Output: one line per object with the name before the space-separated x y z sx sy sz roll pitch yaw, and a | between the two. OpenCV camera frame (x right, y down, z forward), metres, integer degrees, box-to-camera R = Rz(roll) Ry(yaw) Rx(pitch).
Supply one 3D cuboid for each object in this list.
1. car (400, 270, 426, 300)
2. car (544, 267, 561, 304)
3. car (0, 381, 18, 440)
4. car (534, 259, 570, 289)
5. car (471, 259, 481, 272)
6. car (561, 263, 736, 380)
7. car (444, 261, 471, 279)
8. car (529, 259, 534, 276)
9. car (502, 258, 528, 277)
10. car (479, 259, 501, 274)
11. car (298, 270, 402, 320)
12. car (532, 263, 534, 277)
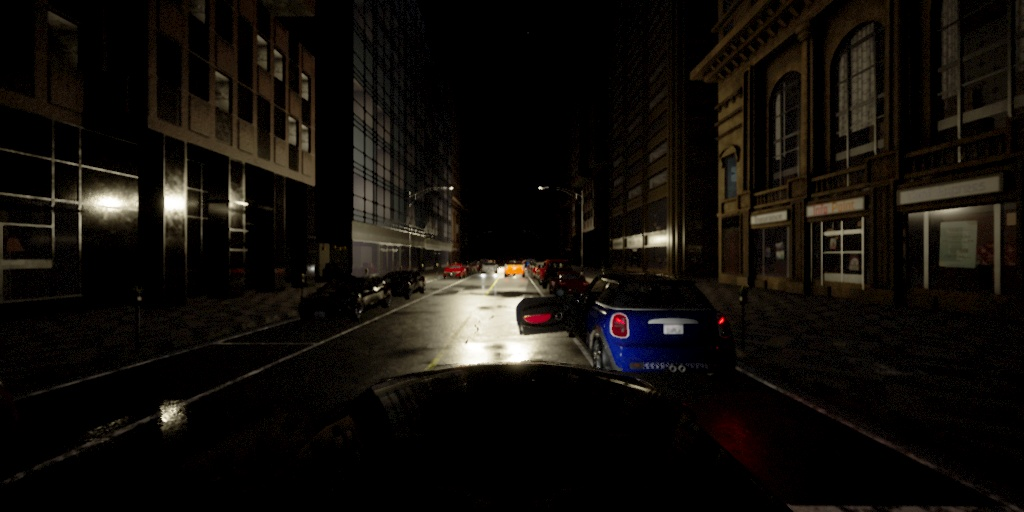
car | -5.658 1.392 18.414 1.948 1.339 4.313 0 0 0
car | 2.867 1.404 18.375 1.802 1.307 4.207 0 0 0
car | -5.761 1.192 1.609 1.967 1.591 4.097 0 0 0
car | 2.902 1.163 23.976 2.192 1.841 5.009 0 0 0
car | -5.452 1.426 52.026 1.967 1.591 4.097 0 0 0
car | 2.427 1.126 7.485 2.097 1.767 4.553 0 0 0
car | -5.555 1.451 35.220 1.888 1.381 4.507 0 0 0
car | 2.971 1.341 35.180 1.967 1.591 4.097 0 0 0
car | 0.303 1.266 37.502 2.097 1.767 4.553 0 0 1
car | -2.742 1.477 44.971 1.812 1.442 4.674 0 0 1
car | -5.692 1.367 12.813 1.948 1.339 4.313 0 0 0
car | 2.936 1.441 29.578 1.948 1.339 4.313 0 0 0
